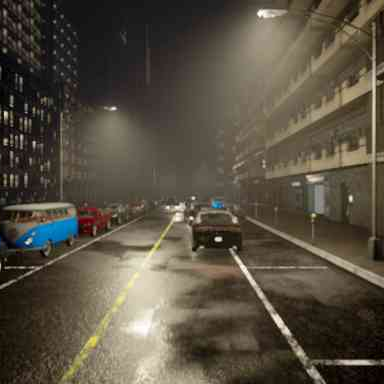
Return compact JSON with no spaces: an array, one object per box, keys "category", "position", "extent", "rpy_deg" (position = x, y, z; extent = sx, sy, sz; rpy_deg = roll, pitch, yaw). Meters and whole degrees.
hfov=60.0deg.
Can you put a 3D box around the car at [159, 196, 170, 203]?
[{"category":"car","position":[-5.628,1.560,67.771],"extent":[1.947,1.339,4.313],"rpy_deg":[0,0,0]}]

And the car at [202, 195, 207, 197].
[{"category":"car","position":[2.732,1.531,45.670],"extent":[1.887,1.381,4.507],"rpy_deg":[0,0,0]}]

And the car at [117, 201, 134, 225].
[{"category":"car","position":[-5.670,1.551,23.588],"extent":[1.947,1.339,4.313],"rpy_deg":[0,0,0]}]

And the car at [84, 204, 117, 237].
[{"category":"car","position":[-5.676,1.532,18.065],"extent":[1.887,1.381,4.507],"rpy_deg":[0,0,0]}]

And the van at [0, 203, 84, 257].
[{"category":"van","position":[-5.681,1.332,12.542],"extent":[1.690,1.788,3.998],"rpy_deg":[0,0,0]}]

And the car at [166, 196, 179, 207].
[{"category":"car","position":[-2.959,1.536,52.085],"extent":[2.033,1.411,5.357],"rpy_deg":[0,0,0]}]

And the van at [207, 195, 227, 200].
[{"category":"van","position":[2.720,1.325,34.625],"extent":[1.690,1.788,3.998],"rpy_deg":[0,0,0]}]

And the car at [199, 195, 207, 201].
[{"category":"car","position":[2.769,1.534,84.500],"extent":[1.752,1.417,4.829],"rpy_deg":[0,0,0]}]

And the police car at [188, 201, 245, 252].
[{"category":"police car","position":[0.913,1.416,14.021],"extent":[1.930,1.638,5.238],"rpy_deg":[0,0,0]}]

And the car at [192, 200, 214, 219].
[{"category":"car","position":[0.929,1.510,29.912],"extent":[1.812,1.442,4.674],"rpy_deg":[0,0,0]}]

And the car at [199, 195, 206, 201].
[{"category":"car","position":[2.773,1.541,90.024],"extent":[1.752,1.417,4.829],"rpy_deg":[0,0,0]}]

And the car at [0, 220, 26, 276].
[{"category":"car","position":[-5.686,1.545,7.020],"extent":[2.008,1.369,4.403],"rpy_deg":[0,0,0]}]

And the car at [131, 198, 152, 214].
[{"category":"car","position":[-5.660,1.424,34.634],"extent":[1.967,1.590,4.097],"rpy_deg":[0,0,0]}]

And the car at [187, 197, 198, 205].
[{"category":"car","position":[0.062,1.556,61.756],"extent":[1.994,1.385,4.181],"rpy_deg":[0,0,0]}]

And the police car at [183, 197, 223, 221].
[{"category":"police car","position":[0.486,1.411,23.920],"extent":[1.930,1.638,5.238],"rpy_deg":[0,0,-8]}]

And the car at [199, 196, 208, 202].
[{"category":"car","position":[2.763,1.569,78.808],"extent":[1.947,1.339,4.313],"rpy_deg":[0,0,0]}]

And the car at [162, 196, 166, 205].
[{"category":"car","position":[-5.644,1.538,51.202],"extent":[2.008,1.369,4.403],"rpy_deg":[0,0,0]}]

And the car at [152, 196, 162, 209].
[{"category":"car","position":[-5.649,1.537,45.678],"extent":[2.008,1.369,4.403],"rpy_deg":[0,0,0]}]

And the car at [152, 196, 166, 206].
[{"category":"car","position":[-5.639,1.430,56.725],"extent":[1.967,1.590,4.097],"rpy_deg":[0,0,0]}]
